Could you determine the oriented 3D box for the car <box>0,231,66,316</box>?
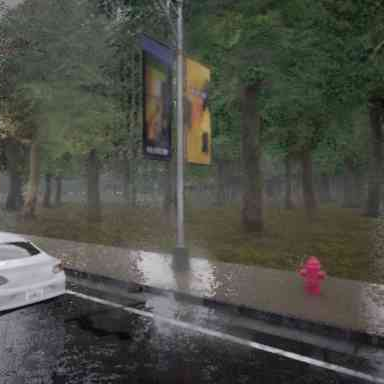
[{"bbox_3d":[-4.507,1.548,6.889,4.674,1.442,1.812,0,0,35],"label":"car"}]
